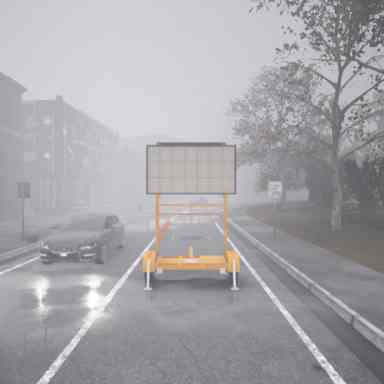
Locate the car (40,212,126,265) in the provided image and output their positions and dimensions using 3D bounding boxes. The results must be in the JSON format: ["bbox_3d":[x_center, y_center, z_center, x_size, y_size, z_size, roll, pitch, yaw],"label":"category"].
[{"bbox_3d":[-3.612,1.508,11.793,1.837,1.490,4.892,0,0,0],"label":"car"}]

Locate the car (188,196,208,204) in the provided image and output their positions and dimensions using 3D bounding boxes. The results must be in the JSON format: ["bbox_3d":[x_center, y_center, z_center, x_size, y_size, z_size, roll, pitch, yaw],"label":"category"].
[{"bbox_3d":[1.057,1.459,56.126,1.837,1.490,4.892,-1,0,27],"label":"car"}]

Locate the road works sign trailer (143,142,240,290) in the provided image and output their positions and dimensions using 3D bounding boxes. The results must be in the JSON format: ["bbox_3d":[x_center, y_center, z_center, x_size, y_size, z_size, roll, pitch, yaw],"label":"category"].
[{"bbox_3d":[-0.020,0.467,9.035,2.380,3.560,2.880,0,0,0],"label":"road works sign trailer"}]
